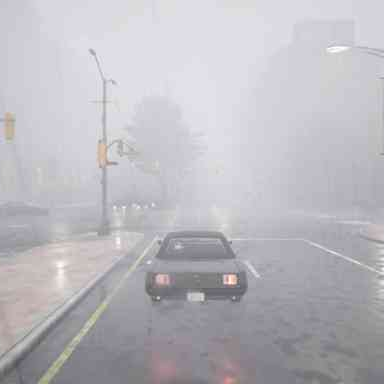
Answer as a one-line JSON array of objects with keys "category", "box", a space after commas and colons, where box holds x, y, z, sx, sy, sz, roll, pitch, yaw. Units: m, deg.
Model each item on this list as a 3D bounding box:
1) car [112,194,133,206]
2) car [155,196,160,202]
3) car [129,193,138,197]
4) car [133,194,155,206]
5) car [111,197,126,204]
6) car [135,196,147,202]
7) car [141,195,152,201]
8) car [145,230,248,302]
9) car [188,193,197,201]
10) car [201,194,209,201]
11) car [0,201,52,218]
[{"category": "car", "box": [-11.566, 1.526, 55.161, 1.812, 1.442, 4.674, 0, 0, 0]}, {"category": "car", "box": [-8.003, 1.564, 65.795, 1.994, 1.385, 4.181, 0, 0, 1]}, {"category": "car", "box": [-11.512, 1.221, 64.573, 2.150, 2.045, 5.566, 0, 0, 1]}, {"category": "car", "box": [-8.066, 1.547, 56.559, 2.033, 1.411, 5.357, 0, 0, 0]}, {"category": "car", "box": [-14.723, 1.595, 66.869, 1.895, 1.301, 4.718, 0, 0, 0]}, {"category": "car", "box": [-11.471, 1.552, 74.457, 1.994, 1.385, 4.181, 0, 0, 0]}, {"category": "car", "box": [-11.467, 1.525, 84.691, 2.128, 1.511, 4.902, 0, 0, 0]}, {"category": "car", "box": [0.078, 1.601, 8.209, 1.895, 1.301, 4.718, 0, 0, 0]}, {"category": "car", "box": [0.034, 1.218, 86.507, 2.150, 2.045, 5.566, 0, 0, 0]}, {"category": "car", "box": [3.534, 1.519, 86.892, 2.128, 1.511, 4.902, 0, 0, 0]}, {"category": "car", "box": [-15.095, 1.525, 29.830, 4.674, 1.442, 1.812, 0, 0, 0]}]
